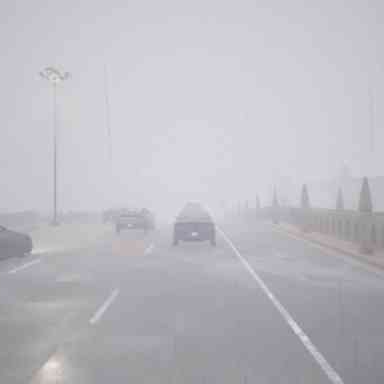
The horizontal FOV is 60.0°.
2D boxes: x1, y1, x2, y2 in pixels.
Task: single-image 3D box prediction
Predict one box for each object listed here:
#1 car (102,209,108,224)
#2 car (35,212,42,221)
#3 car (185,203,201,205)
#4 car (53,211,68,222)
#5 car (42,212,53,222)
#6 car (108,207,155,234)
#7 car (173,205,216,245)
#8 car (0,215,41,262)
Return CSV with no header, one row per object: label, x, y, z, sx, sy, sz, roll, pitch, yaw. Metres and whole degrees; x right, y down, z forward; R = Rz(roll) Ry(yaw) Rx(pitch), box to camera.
car,-6.900,2.142,31.016,1.882,1.535,5.008,0,-3,0
car,-21.070,3.403,44.811,2.128,1.511,4.902,0,-6,0
car,0.100,2.283,36.385,2.150,2.045,5.566,0,-5,0
car,-14.082,2.858,38.931,1.994,1.385,4.181,0,-5,0
car,-17.574,3.340,44.111,1.837,1.490,4.892,0,-7,0
car,-3.400,1.691,20.585,2.128,1.511,4.902,0,-1,0
car,0.100,1.606,16.273,1.882,1.535,5.008,0,0,0
car,-6.900,1.647,10.655,1.994,1.385,4.181,0,0,0
